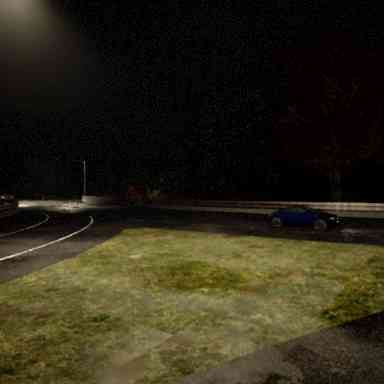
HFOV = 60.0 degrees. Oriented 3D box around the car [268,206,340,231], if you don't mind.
[{"bbox_3d":[6.857,1.549,20.546,4.181,1.385,1.994,0,0,33],"label":"car"}]
